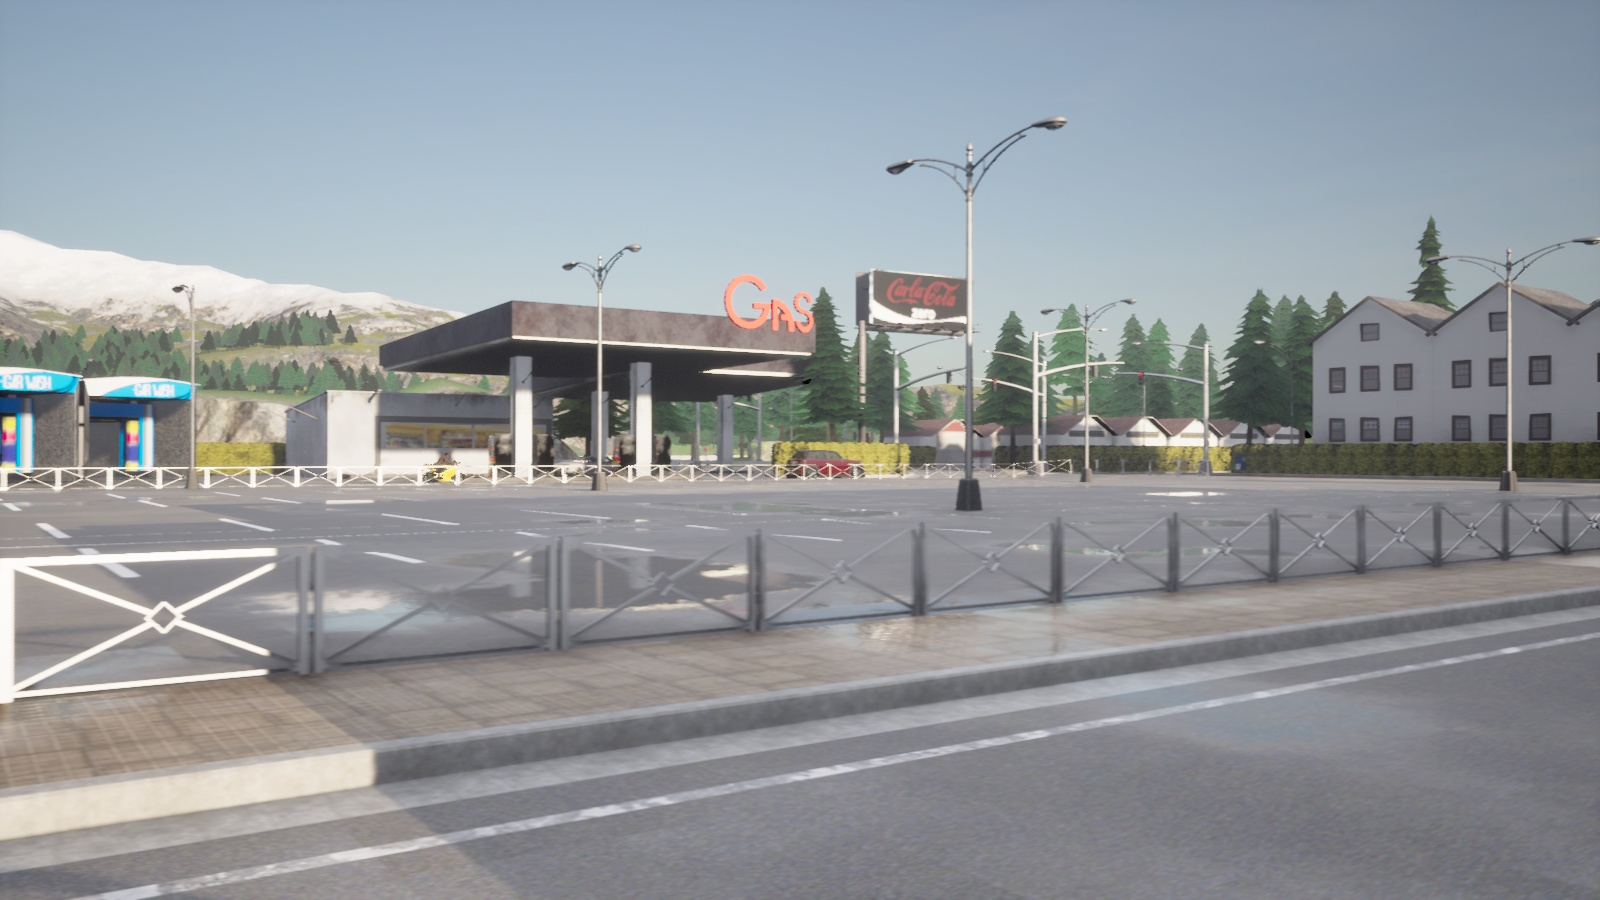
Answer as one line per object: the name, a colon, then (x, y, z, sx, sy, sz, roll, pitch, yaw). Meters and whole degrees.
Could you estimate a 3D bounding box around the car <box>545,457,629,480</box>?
car: (-12.487, 1.068, 73.840, 1.895, 1.301, 4.718, 0, 0, 41)

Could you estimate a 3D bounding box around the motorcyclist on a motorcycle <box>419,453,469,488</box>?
motorcyclist on a motorcycle: (-16.100, 0.915, 56.789, 2.044, 1.523, 0.797, 0, 0, -35)

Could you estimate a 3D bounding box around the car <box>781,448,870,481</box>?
car: (1.412, 0.784, 68.830, 4.553, 1.767, 2.097, 0, 0, -35)
